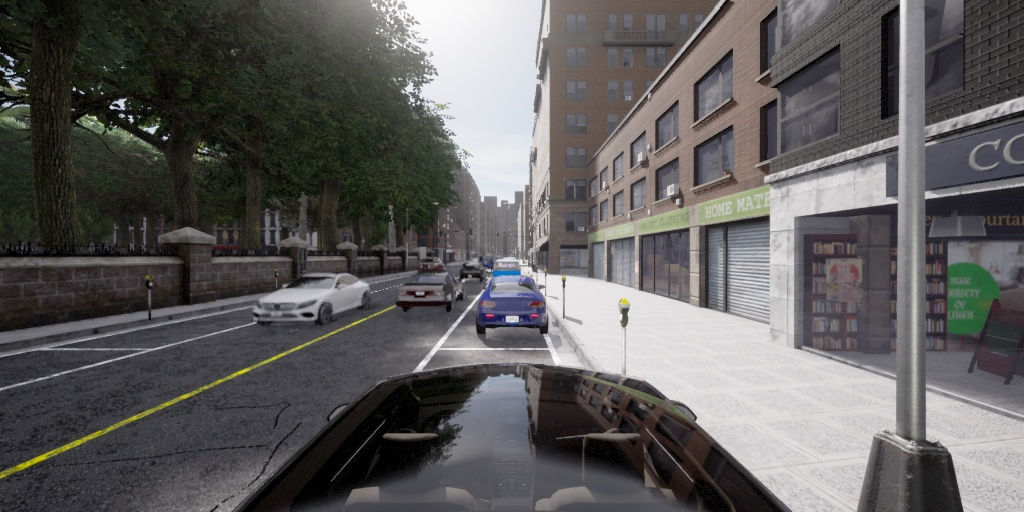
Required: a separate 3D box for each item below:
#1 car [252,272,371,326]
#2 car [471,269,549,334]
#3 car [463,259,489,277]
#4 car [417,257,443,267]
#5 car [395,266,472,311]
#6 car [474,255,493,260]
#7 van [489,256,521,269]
[{"bbox_3d":[-6.240,1.273,11.836,1.812,1.442,4.674,0,0,0],"label":"car"},{"bbox_3d":[0.008,1.274,10.498,1.812,1.442,4.674,0,0,0],"label":"car"},{"bbox_3d":[-3.133,1.240,29.240,1.837,1.490,4.892,0,0,0],"label":"car"},{"bbox_3d":[-8.796,1.041,38.793,2.192,1.841,5.009,0,0,0],"label":"car"},{"bbox_3d":[-3.039,1.293,14.369,2.033,1.411,5.357,0,0,0],"label":"car"},{"bbox_3d":[-3.024,0.940,44.111,2.150,2.045,5.566,0,0,0],"label":"car"},{"bbox_3d":[-0.279,1.083,21.847,1.690,1.789,3.998,0,0,0],"label":"van"}]
